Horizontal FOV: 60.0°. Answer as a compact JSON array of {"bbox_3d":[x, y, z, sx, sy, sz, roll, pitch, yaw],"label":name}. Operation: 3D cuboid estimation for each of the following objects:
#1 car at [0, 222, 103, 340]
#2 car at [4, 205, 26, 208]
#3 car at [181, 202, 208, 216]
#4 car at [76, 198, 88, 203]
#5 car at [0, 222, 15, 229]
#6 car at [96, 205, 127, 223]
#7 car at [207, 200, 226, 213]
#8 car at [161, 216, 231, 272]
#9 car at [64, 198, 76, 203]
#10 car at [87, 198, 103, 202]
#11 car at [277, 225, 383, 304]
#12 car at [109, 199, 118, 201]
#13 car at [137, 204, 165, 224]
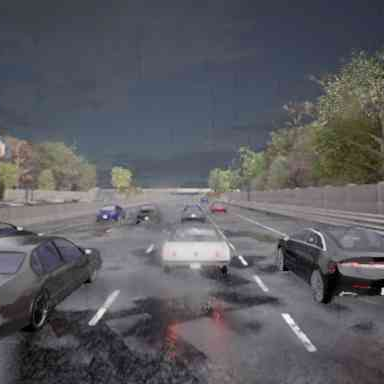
[{"bbox_3d":[-3.401,1.617,6.866,2.033,1.411,5.357,0,-1,0],"label":"car"},{"bbox_3d":[-17.592,1.933,32.743,1.895,1.301,4.718,0,-1,0],"label":"car"},{"bbox_3d":[0.105,1.852,28.366,1.994,1.385,4.181,0,-1,0],"label":"car"},{"bbox_3d":[-24.492,2.061,76.886,1.812,1.442,4.674,0,-1,0],"label":"car"},{"bbox_3d":[-6.896,1.678,11.294,1.994,1.385,4.181,0,-1,0],"label":"car"},{"bbox_3d":[-6.898,1.817,28.670,1.812,1.442,4.674,0,-1,0],"label":"car"},{"bbox_3d":[3.504,2.017,44.949,1.994,1.385,4.181,0,-1,0],"label":"car"},{"bbox_3d":[0.105,1.713,11.111,1.895,1.301,4.718,0,-1,0],"label":"car"},{"bbox_3d":[-27.992,2.015,76.887,1.882,1.535,5.008,0,-1,0],"label":"car"},{"bbox_3d":[-20.993,2.264,74.255,2.033,1.411,5.357,0,-1,0],"label":"car"},{"bbox_3d":[3.503,1.571,8.310,2.128,1.511,4.902,0,-1,0],"label":"car"},{"bbox_3d":[-17.493,2.277,74.254,1.994,1.385,4.181,0,-1,0],"label":"car"},{"bbox_3d":[-3.397,1.785,27.604,1.837,1.490,4.892,0,-1,0],"label":"car"}]
